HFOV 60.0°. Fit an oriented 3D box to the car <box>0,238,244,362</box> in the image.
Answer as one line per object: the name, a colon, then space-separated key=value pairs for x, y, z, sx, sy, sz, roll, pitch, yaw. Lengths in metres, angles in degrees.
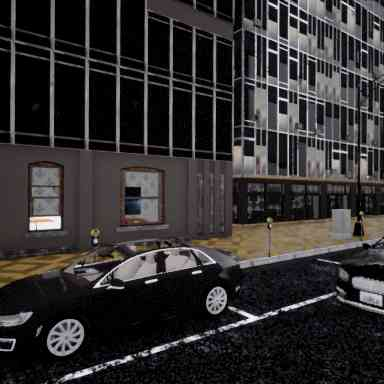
car: x=-1.045 y=1.551 z=5.806 sx=4.403 sy=1.369 sz=2.008 roll=0 pitch=0 yaw=-35

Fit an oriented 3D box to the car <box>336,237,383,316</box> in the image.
car: x=4.942 y=1.491 z=6.902 sx=4.902 sy=1.511 sz=2.128 roll=0 pitch=0 yaw=-35
